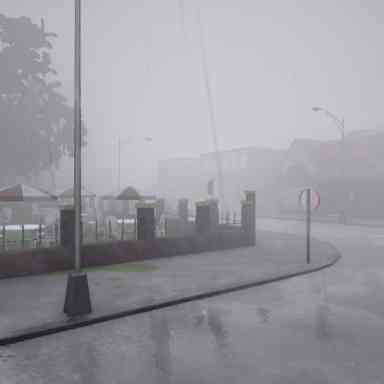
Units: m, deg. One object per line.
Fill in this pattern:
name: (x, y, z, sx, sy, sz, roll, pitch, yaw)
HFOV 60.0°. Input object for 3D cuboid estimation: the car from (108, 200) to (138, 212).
car: (-8.168, 1.221, 38.948, 2.150, 2.045, 5.566, 0, 0, -35)

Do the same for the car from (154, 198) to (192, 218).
car: (-1.965, 1.352, 30.252, 2.097, 1.767, 4.553, 0, 0, -36)
